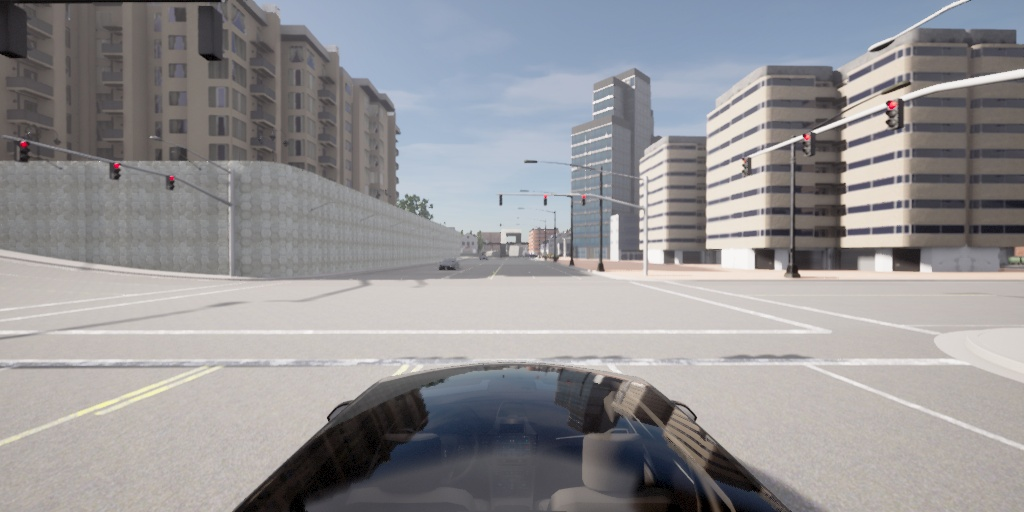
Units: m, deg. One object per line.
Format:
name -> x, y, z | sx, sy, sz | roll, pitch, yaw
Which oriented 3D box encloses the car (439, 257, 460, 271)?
car -> -6.979, 0.954, 40.352 | 1.837, 1.490, 4.892 | 0, 2, 0
